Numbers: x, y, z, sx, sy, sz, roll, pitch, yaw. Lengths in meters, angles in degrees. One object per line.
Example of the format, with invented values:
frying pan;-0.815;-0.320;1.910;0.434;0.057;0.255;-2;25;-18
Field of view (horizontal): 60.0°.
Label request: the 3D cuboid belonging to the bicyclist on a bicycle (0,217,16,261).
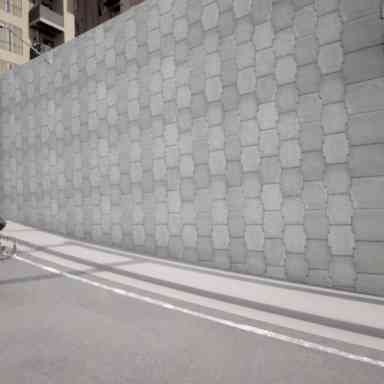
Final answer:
bicyclist on a bicycle;-5.422;1.085;8.708;0.582;1.620;1.656;5;3;35
